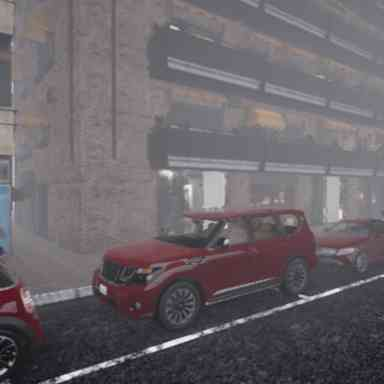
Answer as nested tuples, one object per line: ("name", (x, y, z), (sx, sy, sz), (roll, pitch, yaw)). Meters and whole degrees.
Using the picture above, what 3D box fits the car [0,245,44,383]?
("car", (-4.006, 1.451, 3.700), (4.097, 1.590, 1.967), (-1, 1, -36))

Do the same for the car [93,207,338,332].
("car", (0.579, 1.279, 6.975), (5.009, 1.841, 2.192), (-1, 1, -36))

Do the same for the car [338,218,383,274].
("car", (5.165, 1.499, 10.255), (4.206, 1.307, 1.802), (-1, 1, -36))
